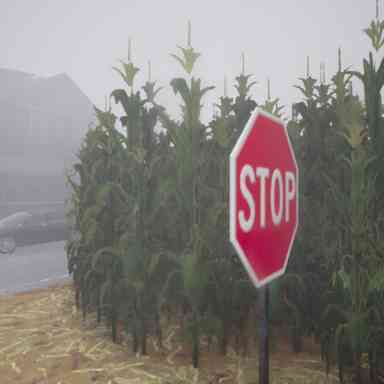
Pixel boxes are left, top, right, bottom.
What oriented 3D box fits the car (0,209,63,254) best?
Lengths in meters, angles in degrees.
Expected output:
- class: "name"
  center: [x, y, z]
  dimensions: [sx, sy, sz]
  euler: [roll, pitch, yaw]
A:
- class: "car"
  center: [-6.535, 1.502, 13.707]
  dimensions: [1.837, 1.490, 4.892]
  euler: [0, 1, 36]
